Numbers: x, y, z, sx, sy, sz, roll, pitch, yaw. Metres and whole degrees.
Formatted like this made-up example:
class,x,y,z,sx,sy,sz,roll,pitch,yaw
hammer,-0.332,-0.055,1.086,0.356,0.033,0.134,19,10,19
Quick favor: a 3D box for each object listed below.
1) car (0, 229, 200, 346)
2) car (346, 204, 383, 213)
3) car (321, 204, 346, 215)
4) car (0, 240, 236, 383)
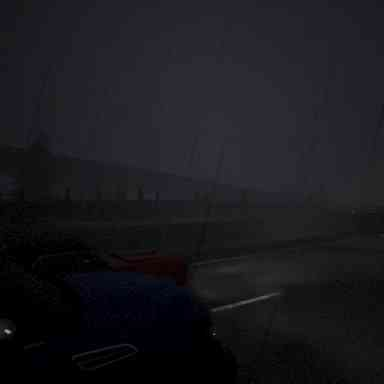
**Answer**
class,x,y,z,sx,sy,sz,roll,pitch,yaw
car,-2.310,1.603,6.396,4.718,1.301,1.895,0,0,-35
car,18.350,2.001,34.255,4.892,1.490,1.837,4,-2,-35
car,16.329,2.026,37.113,4.674,1.442,1.812,4,-2,-35
car,-2.268,1.219,2.127,5.566,2.045,2.150,0,0,-35
